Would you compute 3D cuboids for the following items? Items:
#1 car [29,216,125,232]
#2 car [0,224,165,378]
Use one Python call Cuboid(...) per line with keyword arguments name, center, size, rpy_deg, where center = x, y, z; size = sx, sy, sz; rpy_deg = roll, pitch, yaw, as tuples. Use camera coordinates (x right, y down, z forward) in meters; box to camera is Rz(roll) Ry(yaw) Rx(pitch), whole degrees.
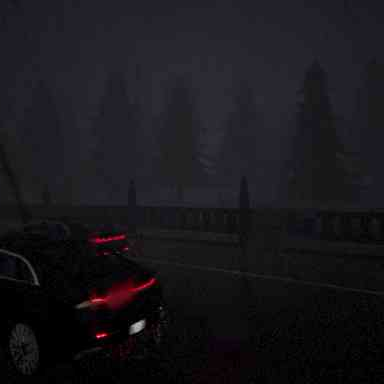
Cuboid(name="car", center=(-4.205, 1.515, 10.471), size=(4.902, 1.511, 2.128), rpy_deg=(0, 0, 30))
Cuboid(name="car", center=(-2.734, 1.505, 5.522), size=(4.902, 1.511, 2.128), rpy_deg=(0, 0, 32))
